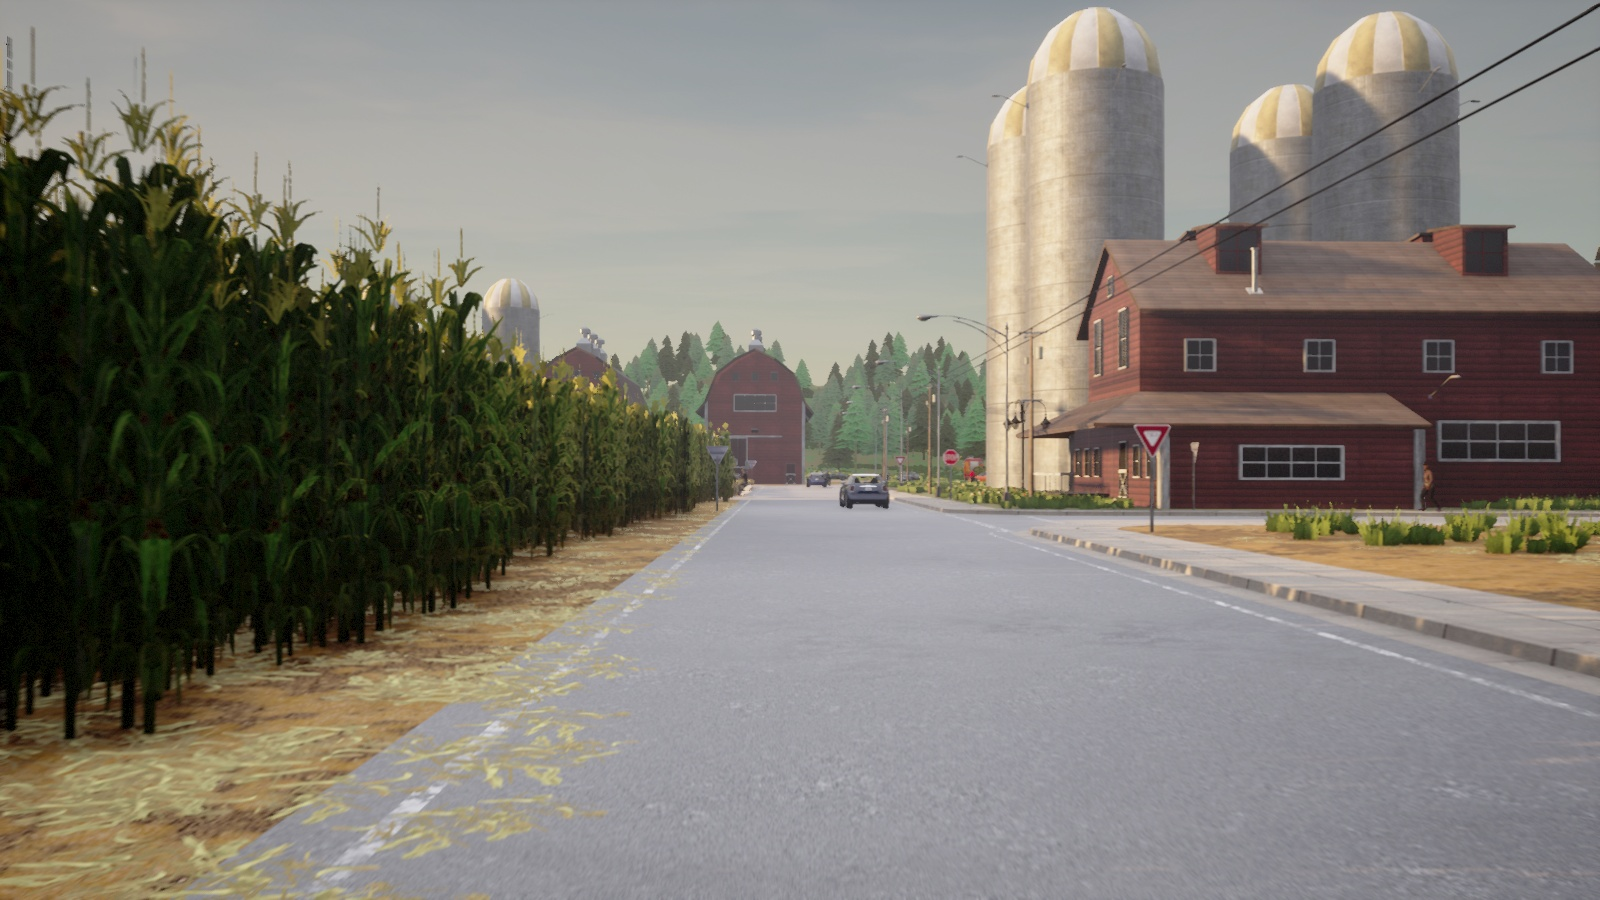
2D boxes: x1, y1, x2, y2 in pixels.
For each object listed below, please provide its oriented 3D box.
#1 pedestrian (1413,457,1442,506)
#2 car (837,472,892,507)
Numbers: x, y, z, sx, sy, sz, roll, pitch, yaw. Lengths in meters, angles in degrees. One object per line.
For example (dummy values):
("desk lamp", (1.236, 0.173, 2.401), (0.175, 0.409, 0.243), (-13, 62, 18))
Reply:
("pedestrian", (23.086, 1.156, 46.217), (0.869, 1.805, 0.328), (0, -1, -3))
("car", (2.783, 1.721, 55.070), (1.970, 1.475, 3.806), (0, -1, -3))
